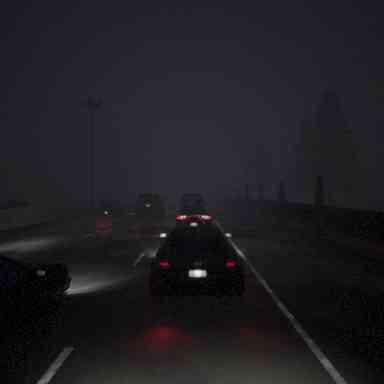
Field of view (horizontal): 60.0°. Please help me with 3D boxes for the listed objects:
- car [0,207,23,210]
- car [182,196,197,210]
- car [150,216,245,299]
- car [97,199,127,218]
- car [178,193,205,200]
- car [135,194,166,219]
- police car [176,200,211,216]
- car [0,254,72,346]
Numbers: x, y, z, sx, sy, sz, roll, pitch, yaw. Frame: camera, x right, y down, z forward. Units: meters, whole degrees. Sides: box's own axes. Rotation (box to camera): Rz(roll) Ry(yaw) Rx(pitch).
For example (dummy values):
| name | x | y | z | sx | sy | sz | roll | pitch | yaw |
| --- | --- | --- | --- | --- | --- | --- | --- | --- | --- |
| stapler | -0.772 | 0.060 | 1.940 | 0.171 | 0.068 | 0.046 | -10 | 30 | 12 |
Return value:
| name | x | y | z | sx | sy | sz | roll | pitch | yaw |
| --- | --- | --- | --- | --- | --- | --- | --- | --- | --- |
| car | -17.638 | 1.417 | 32.351 | 2.128 | 1.511 | 4.902 | 0 | 0 | -2 |
| car | -0.350 | 1.336 | 42.311 | 1.801 | 1.575 | 5.366 | 0 | 0 | -2 |
| car | 0.102 | 1.540 | 8.450 | 1.994 | 1.385 | 4.181 | 0 | 0 | 0 |
| car | -7.002 | 1.421 | 29.333 | 1.837 | 1.490 | 4.892 | 0 | 0 | -1 |
| car | -0.029 | 1.133 | 30.294 | 2.150 | 2.045 | 5.566 | 0 | 0 | -1 |
| car | -3.485 | 1.142 | 28.502 | 2.150 | 2.045 | 5.566 | 0 | 0 | -1 |
| police car | 0.094 | 1.449 | 19.121 | 2.038 | 1.542 | 4.974 | 0 | 0 | 0 |
| car | -3.402 | 1.535 | 4.405 | 2.033 | 1.411 | 5.357 | 0 | 0 | 0 |
